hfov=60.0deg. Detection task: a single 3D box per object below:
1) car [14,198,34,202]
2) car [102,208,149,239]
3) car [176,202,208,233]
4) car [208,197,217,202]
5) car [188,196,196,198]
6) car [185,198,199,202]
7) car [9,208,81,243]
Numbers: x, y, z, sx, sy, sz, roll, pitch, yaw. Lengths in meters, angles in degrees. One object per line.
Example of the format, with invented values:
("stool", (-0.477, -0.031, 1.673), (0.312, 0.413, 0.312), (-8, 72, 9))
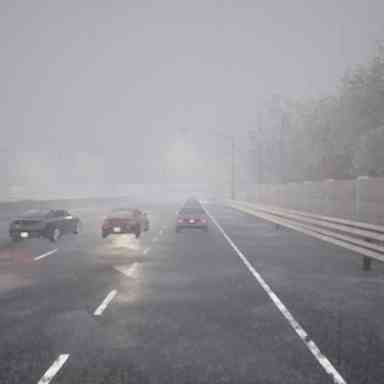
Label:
("car", (-21.073, 1.572, 41.440), (1.837, 1.490, 4.892), (0, -1, 0))
("car", (-3.403, 1.540, 17.421), (1.812, 1.442, 4.674), (0, 0, 0))
("car", (0.001, 1.565, 19.873), (2.033, 1.411, 5.357), (0, 0, 0))
("car", (6.031, 2.051, 92.187), (1.882, 1.535, 5.008), (0, -1, 24))
("car", (-0.002, 1.440, 50.805), (2.097, 1.767, 4.553), (0, 0, 0))
("car", (-0.002, 1.588, 32.222), (2.033, 1.411, 5.357), (0, 0, 0))
("car", (-6.900, 1.517, 16.122), (1.837, 1.490, 4.892), (0, 0, 0))
